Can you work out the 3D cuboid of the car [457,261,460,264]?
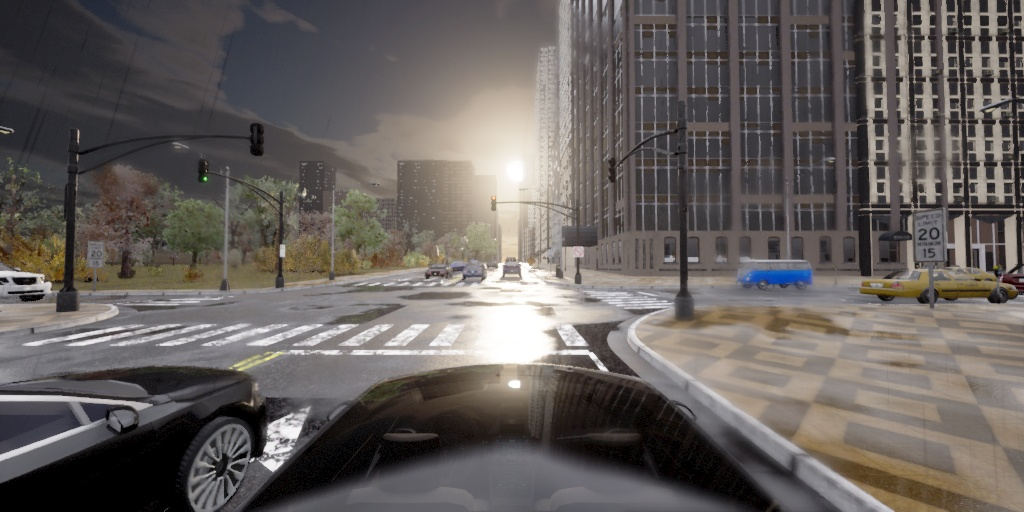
[{"bbox_3d":[-6.719,1.334,44.686,1.882,1.535,5.008,0,0,0],"label":"car"}]

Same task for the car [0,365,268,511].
[{"bbox_3d":[-3.143,1.241,1.309,2.128,1.511,4.902,0,0,0],"label":"car"}]

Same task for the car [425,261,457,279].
[{"bbox_3d":[-6.684,1.378,33.256,1.994,1.385,4.181,0,0,0],"label":"car"}]

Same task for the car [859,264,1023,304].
[{"bbox_3d":[16.293,1.075,13.761,4.829,1.417,1.751,0,0,-1],"label":"car"}]

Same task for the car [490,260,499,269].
[{"bbox_3d":[-3.425,1.443,62.552,2.128,1.511,4.902,0,0,0],"label":"car"}]

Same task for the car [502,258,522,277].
[{"bbox_3d":[0.000,1.305,37.394,1.882,1.535,5.008,0,0,0],"label":"car"}]

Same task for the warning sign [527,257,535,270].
[{"bbox_3d":[2.710,0.999,50.679,1.300,1.860,1.060,0,0,0],"label":"warning sign"}]

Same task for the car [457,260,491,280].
[{"bbox_3d":[-3.233,1.357,31.736,2.033,1.411,5.357,0,0,0],"label":"car"}]

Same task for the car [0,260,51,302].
[{"bbox_3d":[-23.662,1.055,15.454,5.566,2.045,2.150,0,-2,-1],"label":"car"}]

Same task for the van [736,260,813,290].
[{"bbox_3d":[15.888,1.122,21.777,3.998,1.789,1.690,0,0,-1],"label":"van"}]
